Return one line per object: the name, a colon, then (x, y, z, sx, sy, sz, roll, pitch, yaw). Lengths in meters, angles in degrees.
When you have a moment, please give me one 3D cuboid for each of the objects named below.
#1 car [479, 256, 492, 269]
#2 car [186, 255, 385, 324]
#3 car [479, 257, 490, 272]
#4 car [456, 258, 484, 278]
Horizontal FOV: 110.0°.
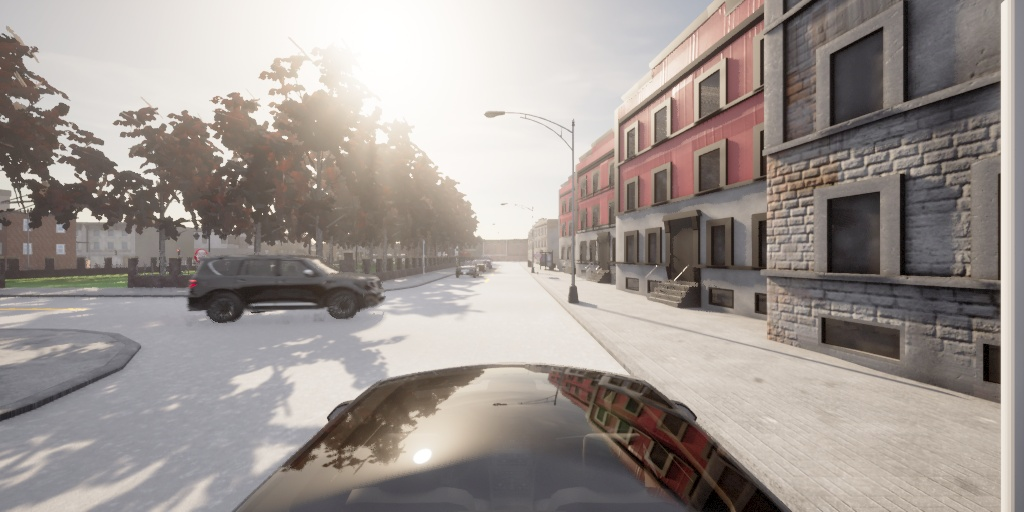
car: (-4.198, 0.971, 55.065, 2.150, 2.045, 5.566, 0, 0, 0)
car: (-7.180, 0.973, 11.826, 5.566, 2.045, 2.150, 0, 1, -10)
car: (-4.199, 1.228, 44.330, 1.882, 1.535, 5.008, 0, 0, 0)
car: (-4.179, 1.241, 34.182, 2.128, 1.511, 4.902, 0, 0, 0)
